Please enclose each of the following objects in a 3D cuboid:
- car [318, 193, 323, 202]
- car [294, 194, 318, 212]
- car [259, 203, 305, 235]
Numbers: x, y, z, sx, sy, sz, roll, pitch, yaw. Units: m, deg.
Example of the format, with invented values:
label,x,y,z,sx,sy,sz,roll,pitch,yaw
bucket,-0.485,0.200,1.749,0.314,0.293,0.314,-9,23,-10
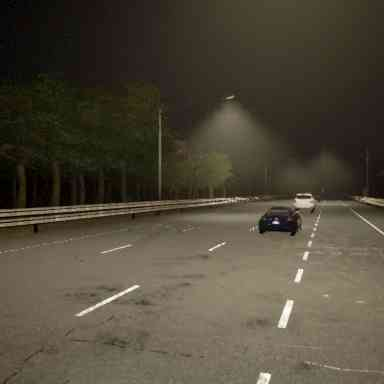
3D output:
label,x,y,z,sx,sy,sz,roll,pitch,yaw
car,30.174,1.634,80.561,1.812,1.442,4.674,0,0,22
car,13.322,1.236,39.184,2.150,2.045,5.566,0,0,22
car,5.118,1.566,19.073,1.994,1.385,4.181,0,0,22
